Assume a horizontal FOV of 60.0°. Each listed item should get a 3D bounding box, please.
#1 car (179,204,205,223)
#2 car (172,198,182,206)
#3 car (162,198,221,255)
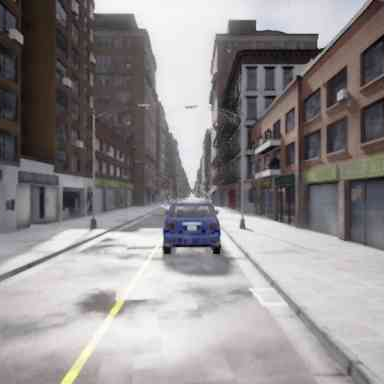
[{"bbox_3d":[-0.003,1.807,28.994,2.033,1.411,5.357,0,0,0],"label":"car"},{"bbox_3d":[-3.016,2.069,67.724,1.837,1.490,4.892,0,0,0],"label":"car"},{"bbox_3d":[-0.001,1.345,14.027,2.150,2.045,5.566,0,0,0],"label":"car"}]
